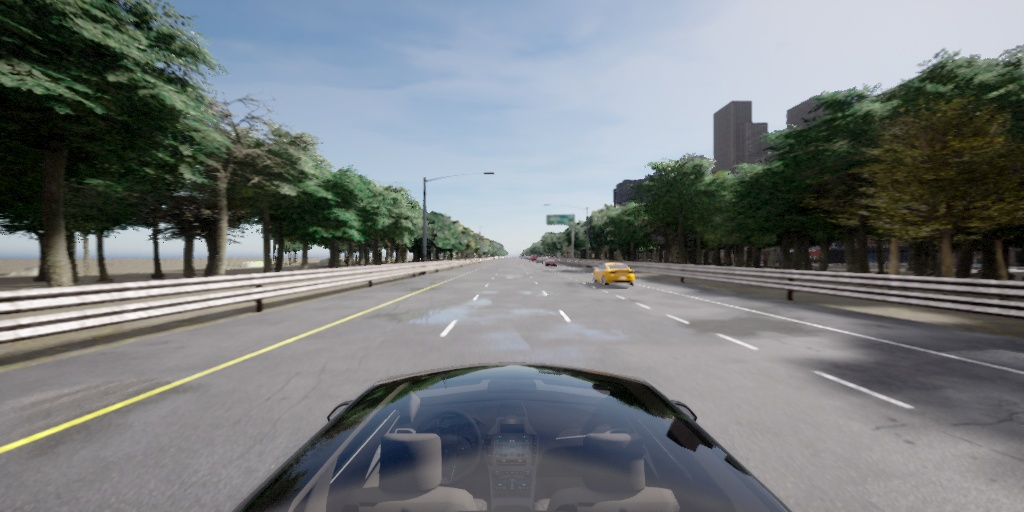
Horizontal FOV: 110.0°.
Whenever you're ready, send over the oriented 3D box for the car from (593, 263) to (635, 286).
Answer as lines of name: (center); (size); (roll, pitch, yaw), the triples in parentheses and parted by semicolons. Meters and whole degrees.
car: (7.035, 1.236, 25.245); (1.882, 1.535, 5.008); (0, 0, 0)
